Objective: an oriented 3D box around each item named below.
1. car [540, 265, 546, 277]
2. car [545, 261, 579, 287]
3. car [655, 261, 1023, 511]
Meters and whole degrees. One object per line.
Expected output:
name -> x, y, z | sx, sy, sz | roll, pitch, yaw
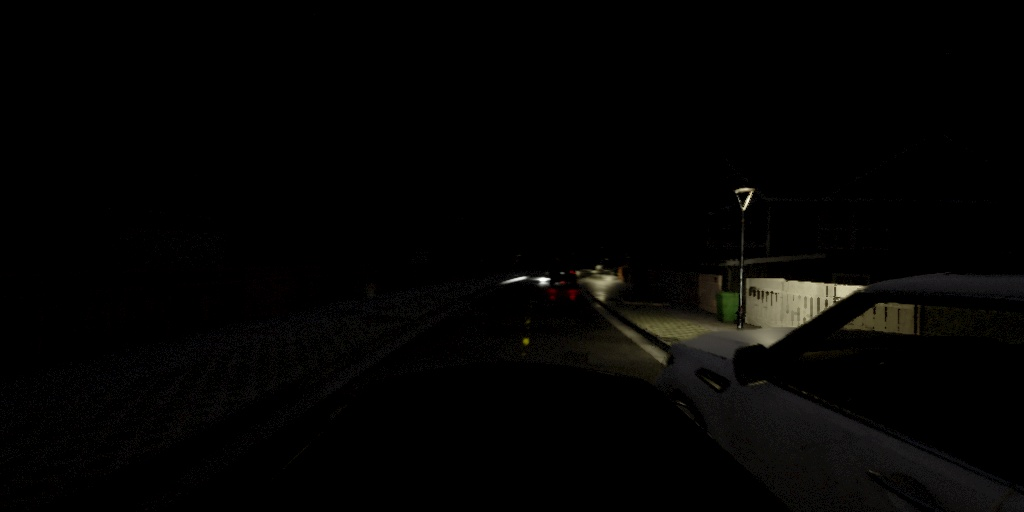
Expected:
car -> 4.858, 1.927, 45.709 | 2.128, 1.511, 4.902 | 2, -1, 15
car -> 4.342, 1.458, 30.324 | 2.150, 2.045, 5.566 | 2, -1, 10
car -> 2.415, 0.969, 1.113 | 2.150, 2.045, 5.566 | -3, -1, 0
